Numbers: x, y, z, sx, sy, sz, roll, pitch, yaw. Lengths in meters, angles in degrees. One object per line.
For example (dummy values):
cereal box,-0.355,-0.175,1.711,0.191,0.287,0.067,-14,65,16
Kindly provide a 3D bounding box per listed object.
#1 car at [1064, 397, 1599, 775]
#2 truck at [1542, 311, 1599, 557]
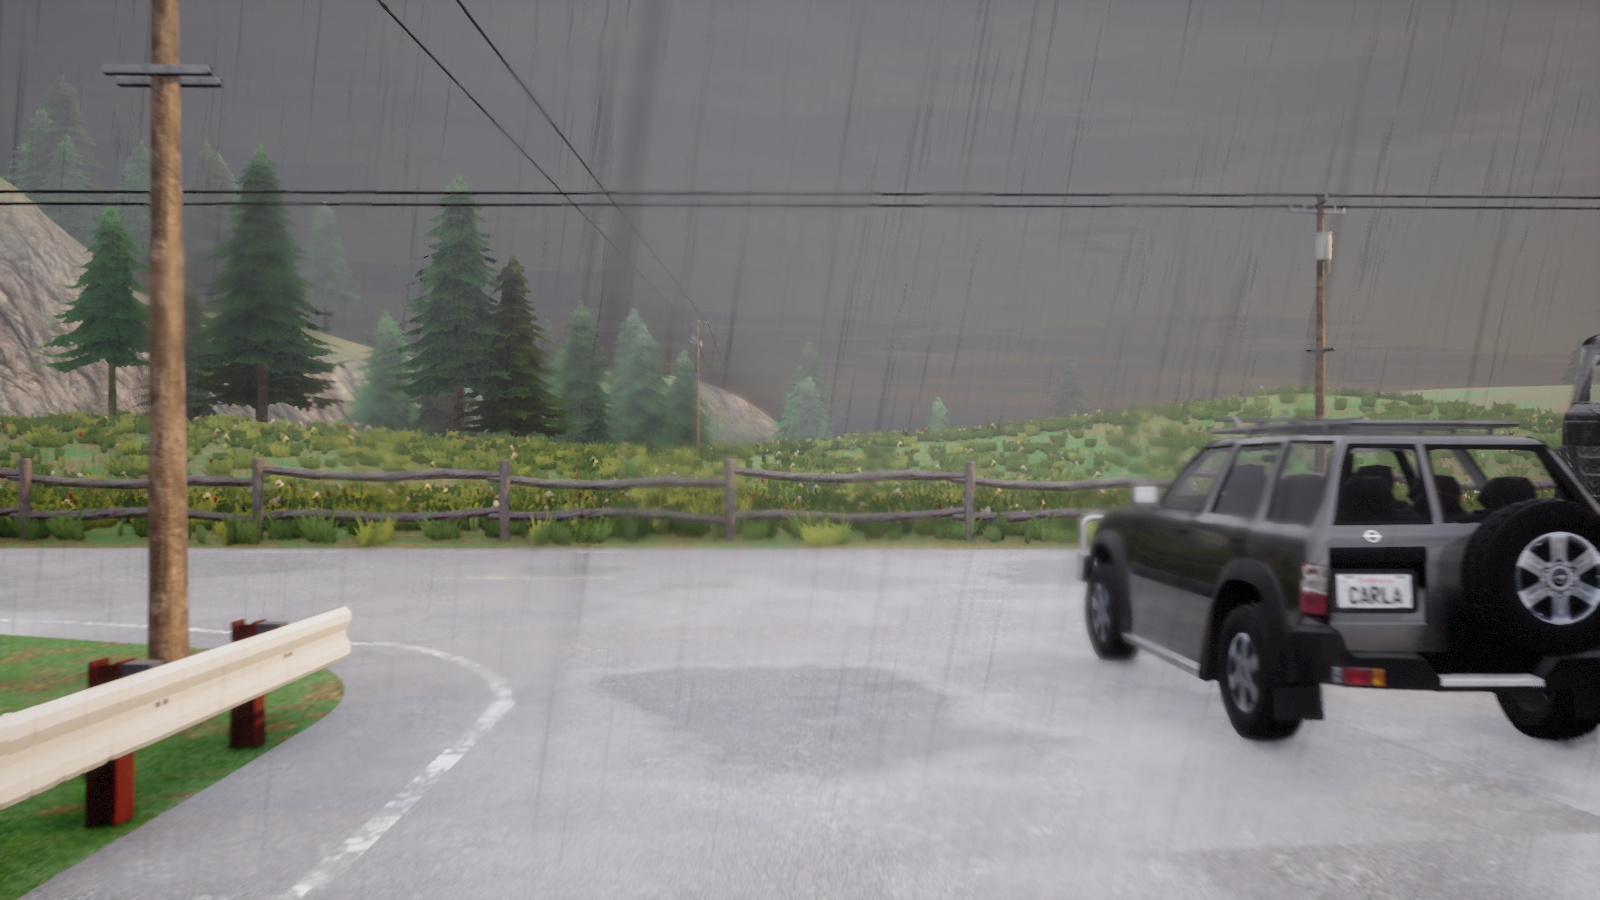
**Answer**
car,3.332,0.692,8.508,1.932,1.855,4.605,0,-1,-2
truck,15.204,-0.241,17.599,7.936,3.462,2.891,0,1,-2
